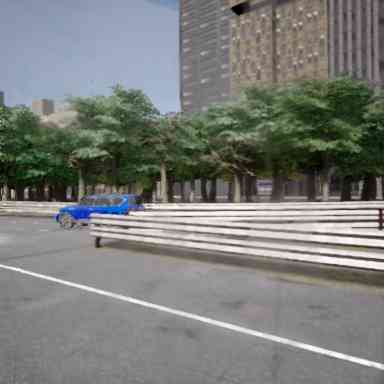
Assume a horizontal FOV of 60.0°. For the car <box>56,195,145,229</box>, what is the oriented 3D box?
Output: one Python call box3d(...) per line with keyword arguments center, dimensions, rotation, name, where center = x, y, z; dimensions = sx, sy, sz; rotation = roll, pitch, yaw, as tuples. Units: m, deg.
box3d(center=(-5.584, 1.204, 20.507), dimensions=(5.566, 2.045, 2.150), rotation=(0, 0, 16), name="car")
